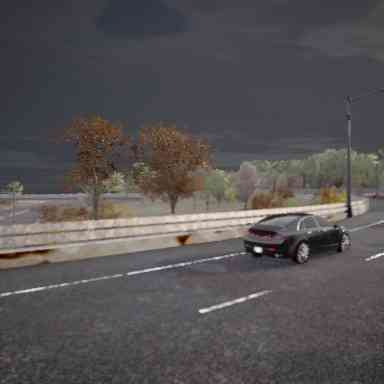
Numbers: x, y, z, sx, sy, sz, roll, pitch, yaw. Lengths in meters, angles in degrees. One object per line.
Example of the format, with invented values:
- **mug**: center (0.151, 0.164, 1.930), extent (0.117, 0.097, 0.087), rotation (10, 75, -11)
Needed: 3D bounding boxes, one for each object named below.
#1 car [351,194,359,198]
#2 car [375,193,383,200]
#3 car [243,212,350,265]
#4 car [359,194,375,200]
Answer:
- **car**: center (39.836, 1.198, 84.408), extent (1.812, 1.442, 4.674), rotation (0, 0, 2)
- **car**: center (46.842, 1.008, 83.389), extent (2.097, 1.767, 4.553), rotation (0, 0, 2)
- **car**: center (3.839, 1.490, 11.771), extent (4.892, 1.490, 1.837), rotation (-1, 1, -41)
- **car**: center (43.329, 1.195, 84.176), extent (2.033, 1.411, 5.357), rotation (0, 0, 2)
